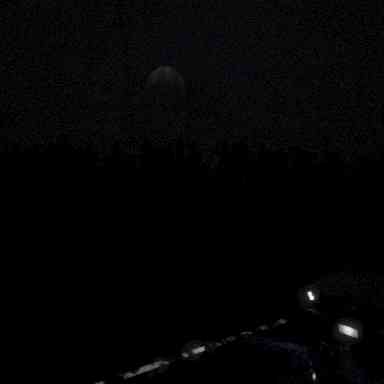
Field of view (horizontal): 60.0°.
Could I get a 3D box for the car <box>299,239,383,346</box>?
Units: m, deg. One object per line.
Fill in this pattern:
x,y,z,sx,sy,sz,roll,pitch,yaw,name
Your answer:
4.332,1.532,6.159,5.357,1.411,2.033,0,0,-35,car
